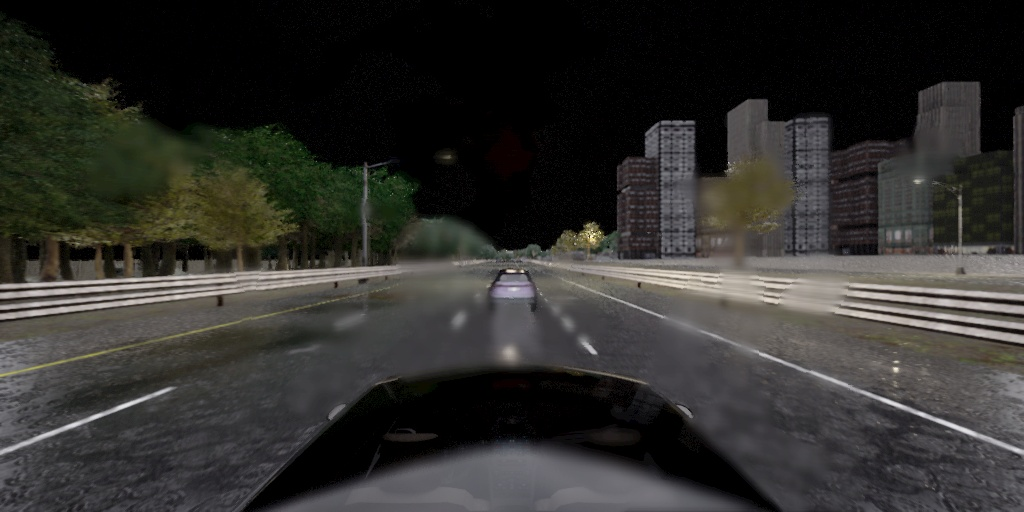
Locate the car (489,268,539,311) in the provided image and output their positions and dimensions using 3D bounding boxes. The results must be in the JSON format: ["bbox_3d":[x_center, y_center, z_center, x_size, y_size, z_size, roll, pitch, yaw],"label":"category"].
[{"bbox_3d":[0.055,1.310,15.457,2.033,1.649,4.856,0,0,-1],"label":"car"}]
